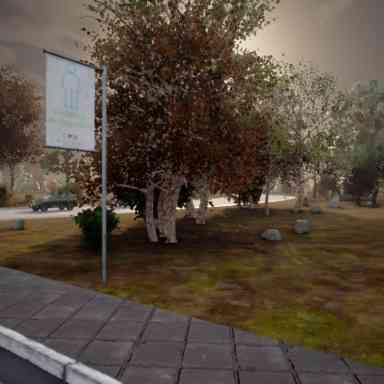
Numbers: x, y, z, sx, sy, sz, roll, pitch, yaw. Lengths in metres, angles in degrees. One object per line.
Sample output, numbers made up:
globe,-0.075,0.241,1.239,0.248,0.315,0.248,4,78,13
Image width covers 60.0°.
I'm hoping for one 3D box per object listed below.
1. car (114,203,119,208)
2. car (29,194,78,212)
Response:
car,-10.141,1.462,48.167,1.837,1.490,4.892,0,0,37
car,-16.531,1.212,39.939,2.150,2.045,5.566,0,0,38
